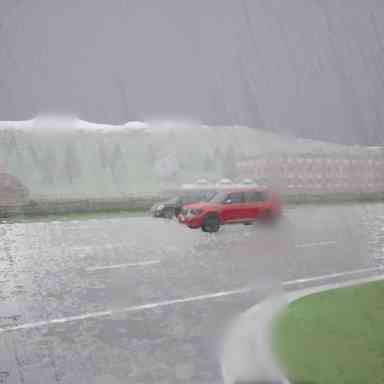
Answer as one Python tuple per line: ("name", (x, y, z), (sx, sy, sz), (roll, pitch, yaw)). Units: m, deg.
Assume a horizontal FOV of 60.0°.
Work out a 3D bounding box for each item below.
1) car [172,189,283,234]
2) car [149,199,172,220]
("car", (2.078, 0.902, 17.239), (5.566, 2.045, 2.150), (-1, 1, -24))
("car", (-0.710, 0.974, 23.661), (4.553, 1.767, 2.097), (-1, 1, -24))
